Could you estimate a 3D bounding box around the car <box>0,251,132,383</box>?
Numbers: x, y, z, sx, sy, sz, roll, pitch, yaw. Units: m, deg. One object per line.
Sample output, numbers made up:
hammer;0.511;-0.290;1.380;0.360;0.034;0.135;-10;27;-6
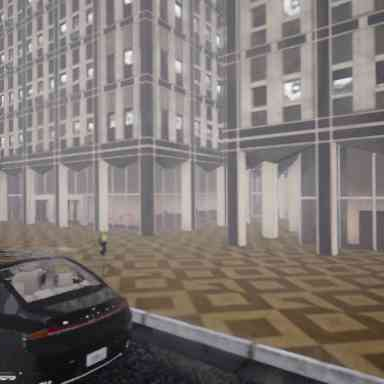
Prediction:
car;-2.812;1.554;4.889;4.403;1.369;2.008;0;-1;35
